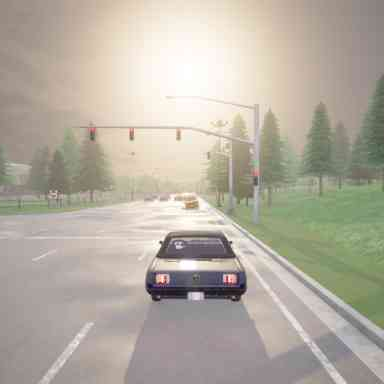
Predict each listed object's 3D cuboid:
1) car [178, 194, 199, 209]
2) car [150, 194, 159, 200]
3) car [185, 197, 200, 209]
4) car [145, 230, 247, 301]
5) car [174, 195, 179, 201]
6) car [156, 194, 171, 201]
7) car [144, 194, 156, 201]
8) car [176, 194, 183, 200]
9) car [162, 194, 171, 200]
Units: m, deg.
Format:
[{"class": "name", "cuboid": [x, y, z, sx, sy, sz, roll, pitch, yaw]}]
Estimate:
[{"class": "car", "cuboid": [-0.279, 1.060, 46.531, 1.882, 1.535, 5.008, -11, 16, -5]}, {"class": "car", "cuboid": [-10.324, 1.332, 90.984, 1.837, 1.490, 4.892, 0, 0, 0]}, {"class": "car", "cuboid": [0.091, 1.591, 49.921, 2.033, 1.411, 5.357, 0, 2, 0]}, {"class": "car", "cuboid": [0.095, 1.601, 8.256, 1.895, 1.301, 4.718, 0, 0, 0]}, {"class": "car", "cuboid": [-3.343, 1.545, 80.967, 1.994, 1.385, 4.181, 0, 0, 0]}, {"class": "car", "cuboid": [-6.844, 1.531, 80.557, 2.033, 1.411, 5.357, 0, 0, 0]}, {"class": "car", "cuboid": [-10.344, 1.531, 80.564, 2.033, 1.411, 5.357, 0, 0, 0]}, {"class": "car", "cuboid": [-3.324, 1.357, 90.971, 1.812, 1.442, 4.674, 0, 0, 0]}, {"class": "car", "cuboid": [-6.824, 1.372, 90.977, 2.033, 1.411, 5.357, 0, 0, 0]}]
